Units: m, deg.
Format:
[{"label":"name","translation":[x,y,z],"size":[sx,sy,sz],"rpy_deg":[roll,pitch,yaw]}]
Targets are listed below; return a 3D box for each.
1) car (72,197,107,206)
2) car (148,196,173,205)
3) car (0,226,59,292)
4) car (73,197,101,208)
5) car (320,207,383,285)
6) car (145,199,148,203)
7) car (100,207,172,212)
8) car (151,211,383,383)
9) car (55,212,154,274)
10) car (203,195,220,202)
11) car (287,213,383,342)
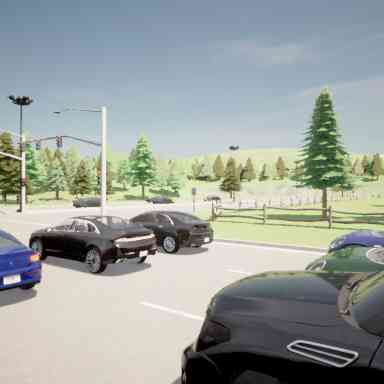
[{"label":"car","translation":[-16.785,1.547,54.834],"size":[2.033,1.411,5.357],"rpy_deg":[0,0,35]},{"label":"car","translation":[-5.181,1.563,59.242],"size":[1.994,1.385,4.181],"rpy_deg":[0,0,35]},{"label":"car","translation":[-5.347,1.526,7.788],"size":[4.674,1.442,1.812],"rpy_deg":[0,0,36]},{"label":"car","translation":[-14.337,1.564,46.093],"size":[1.994,1.385,4.181],"rpy_deg":[0,0,35]},{"label":"car","translation":[5.874,1.352,8.400],"size":[4.553,1.767,2.097],"rpy_deg":[0,0,35]},{"label":"car","translation":[-7.260,1.546,68.380],"size":[2.033,1.411,5.357],"rpy_deg":[0,0,35]},{"label":"car","translation":[-1.430,1.505,13.590],"size":[4.892,1.490,1.837],"rpy_deg":[0,0,36]},{"label":"car","translation":[2.556,1.221,2.169],"size":[5.566,2.045,2.150],"rpy_deg":[0,0,36]},{"label":"car","translation":[-3.305,1.492,10.628],"size":[4.902,1.511,2.128],"rpy_deg":[0,0,36]},{"label":"car","translation":[4.355,1.409,72.698],"size":[2.128,1.511,4.902],"rpy_deg":[0,0,36]},{"label":"car","translation":[4.126,1.352,5.348],"size":[4.553,1.767,2.097],"rpy_deg":[0,0,36]}]
